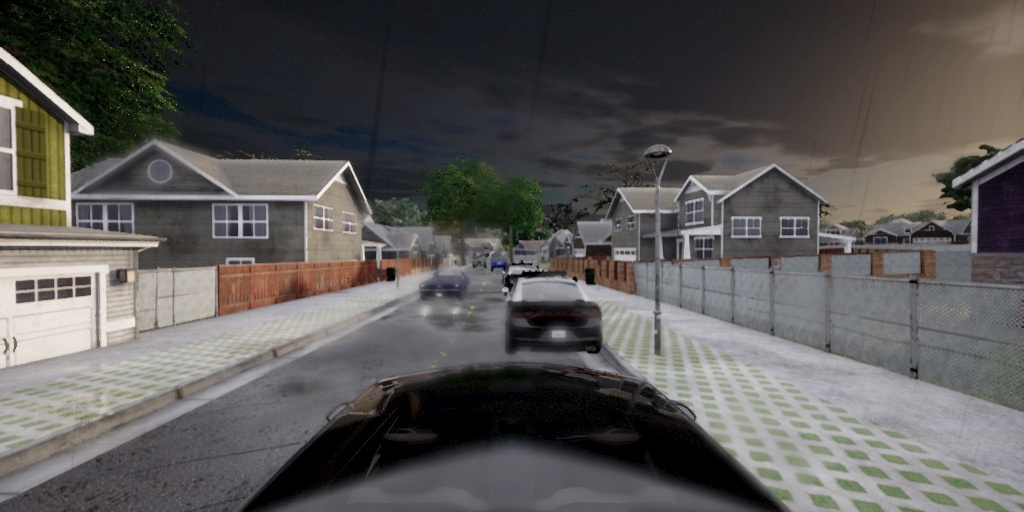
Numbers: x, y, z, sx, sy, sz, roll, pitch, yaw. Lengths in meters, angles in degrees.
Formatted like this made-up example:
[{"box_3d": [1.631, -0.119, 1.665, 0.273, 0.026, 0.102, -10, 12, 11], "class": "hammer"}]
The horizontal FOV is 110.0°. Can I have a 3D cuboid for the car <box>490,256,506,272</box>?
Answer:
[{"box_3d": [-1.706, 0.980, 47.463, 2.150, 2.045, 5.566, 0, 0, -3], "class": "car"}]

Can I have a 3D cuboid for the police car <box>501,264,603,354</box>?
[{"box_3d": [0.777, 1.164, 8.854, 1.930, 1.638, 5.238, 0, 0, -1], "class": "police car"}]

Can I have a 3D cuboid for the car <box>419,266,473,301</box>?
[{"box_3d": [-3.124, 1.336, 17.285, 1.895, 1.301, 4.718, 0, 0, -2], "class": "car"}]

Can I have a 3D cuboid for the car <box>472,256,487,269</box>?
[{"box_3d": [-5.204, 0.986, 57.892, 2.150, 2.045, 5.566, 0, 0, -3], "class": "car"}]

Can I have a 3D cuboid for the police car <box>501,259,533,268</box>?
[{"box_3d": [0.523, 1.158, 18.899, 1.930, 1.638, 5.238, 0, 0, -2], "class": "police car"}]
